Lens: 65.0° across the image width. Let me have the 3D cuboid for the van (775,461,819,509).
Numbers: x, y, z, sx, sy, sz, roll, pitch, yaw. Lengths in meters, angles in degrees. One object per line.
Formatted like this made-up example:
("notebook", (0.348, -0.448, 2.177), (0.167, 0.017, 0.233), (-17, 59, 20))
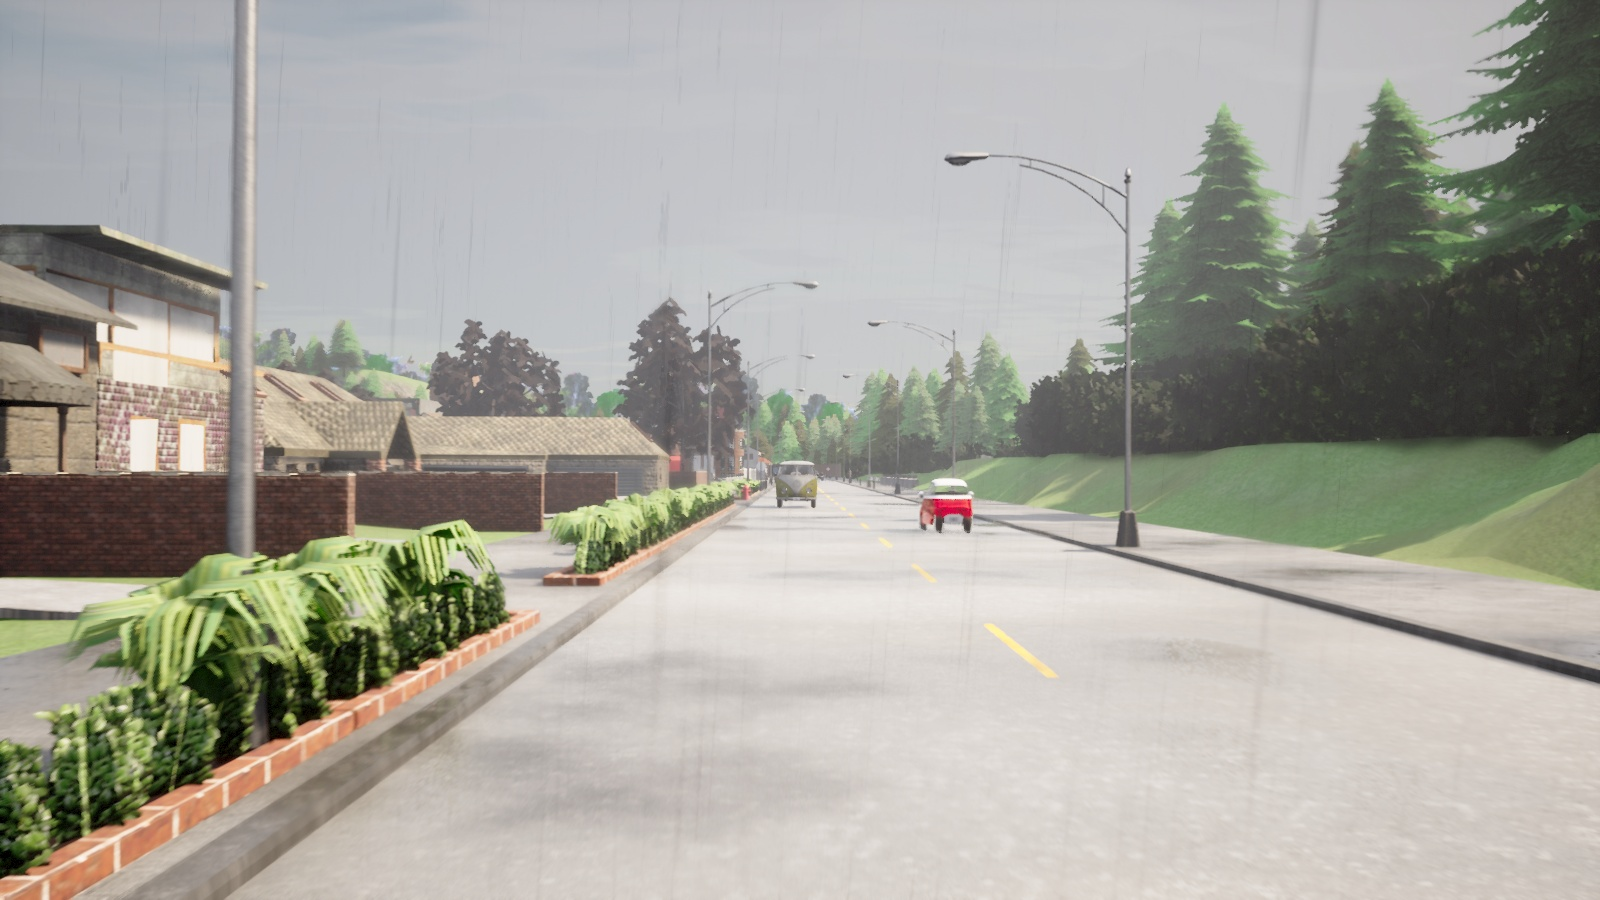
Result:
("van", (-0.136, 1.472, 53.980), (1.775, 1.987, 4.442), (0, -1, 0))

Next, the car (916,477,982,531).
("car", (3.919, 1.411, 33.321), (1.481, 1.376, 2.207), (0, -1, 0))
